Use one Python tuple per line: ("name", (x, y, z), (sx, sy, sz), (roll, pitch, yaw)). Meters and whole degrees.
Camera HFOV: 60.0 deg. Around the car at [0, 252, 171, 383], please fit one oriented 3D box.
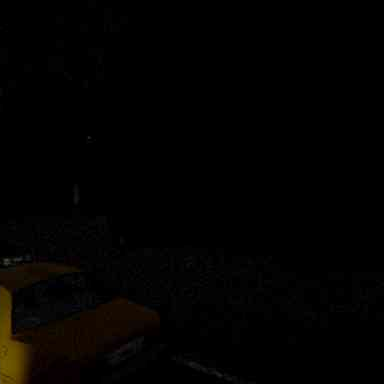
("car", (-2.527, 1.527, 4.590), (4.829, 1.417, 1.752), (0, 1, 35))
